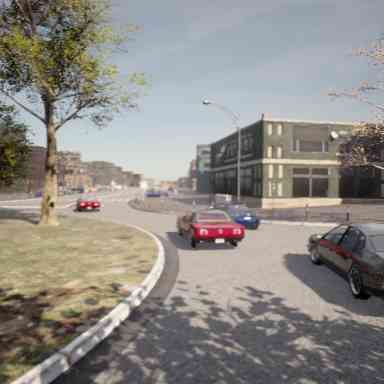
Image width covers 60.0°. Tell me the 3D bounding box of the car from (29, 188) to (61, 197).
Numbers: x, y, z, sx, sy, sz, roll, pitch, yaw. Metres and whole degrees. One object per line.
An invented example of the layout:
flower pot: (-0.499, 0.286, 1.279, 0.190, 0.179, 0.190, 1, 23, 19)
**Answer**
car: (-26.659, 0.064, 59.656, 4.553, 1.767, 2.185, 0, 1, -2)

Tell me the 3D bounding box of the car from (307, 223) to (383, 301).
car: (4.350, 1.462, 8.071, 2.033, 1.411, 5.357, 1, 1, 5)

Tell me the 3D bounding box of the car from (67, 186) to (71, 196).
car: (-26.908, 0.094, 65.171, 4.674, 1.452, 2.002, 0, 1, -2)

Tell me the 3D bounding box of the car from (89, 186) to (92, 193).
car: (-27.271, -0.320, 78.952, 5.366, 1.575, 1.946, 0, 2, -2)

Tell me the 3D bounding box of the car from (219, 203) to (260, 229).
car: (2.047, 1.293, 18.932, 1.994, 1.385, 4.181, 0, 1, -24)

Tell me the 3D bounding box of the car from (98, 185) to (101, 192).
car: (-27.922, -0.746, 89.956, 4.553, 1.767, 2.185, 0, 2, -2)

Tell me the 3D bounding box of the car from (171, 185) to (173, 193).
car: (-6.986, -0.065, 72.384, 4.553, 1.767, 2.185, 0, 2, -2)

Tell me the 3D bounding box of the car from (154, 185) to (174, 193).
car: (-7.850, -0.812, 94.588, 5.566, 2.045, 2.435, 0, 2, -2)

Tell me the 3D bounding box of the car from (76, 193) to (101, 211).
car: (-9.714, 1.048, 31.067, 1.895, 1.301, 4.718, 0, 1, -21)

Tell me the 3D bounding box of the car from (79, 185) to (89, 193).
car: (-27.373, -0.493, 76.183, 5.566, 2.045, 2.435, 0, 2, -2)

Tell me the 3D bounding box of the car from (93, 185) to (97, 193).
car: (-27.680, -0.471, 84.453, 5.008, 1.535, 2.097, 0, 2, -2)

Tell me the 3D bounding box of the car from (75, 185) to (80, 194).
car: (-27.135, -0.088, 70.683, 4.892, 1.521, 2.231, 0, 1, -2)

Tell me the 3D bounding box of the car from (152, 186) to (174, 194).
car: (-7.588, -0.588, 86.383, 5.566, 2.045, 2.435, 0, 2, -2)

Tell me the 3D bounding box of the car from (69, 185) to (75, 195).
car: (-26.987, -0.142, 67.922, 4.553, 1.767, 2.185, 0, 1, -2)

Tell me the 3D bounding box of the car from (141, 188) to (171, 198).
car: (-6.513, 0.433, 58.620, 4.792, 1.488, 2.163, 0, 1, -2)

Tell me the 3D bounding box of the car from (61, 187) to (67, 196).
car: (-26.806, 0.123, 62.417, 5.008, 1.535, 2.097, 0, 1, -2)

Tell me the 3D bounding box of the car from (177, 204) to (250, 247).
car: (0.573, 1.393, 13.946, 1.895, 1.301, 4.718, 0, 1, -11)

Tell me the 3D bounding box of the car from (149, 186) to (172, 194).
car: (-6.662, 0.155, 64.048, 4.553, 1.767, 2.185, 0, 1, -2)

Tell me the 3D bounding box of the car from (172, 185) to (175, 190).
car: (-7.310, -0.428, 80.707, 5.566, 2.045, 2.435, 0, 2, -2)
